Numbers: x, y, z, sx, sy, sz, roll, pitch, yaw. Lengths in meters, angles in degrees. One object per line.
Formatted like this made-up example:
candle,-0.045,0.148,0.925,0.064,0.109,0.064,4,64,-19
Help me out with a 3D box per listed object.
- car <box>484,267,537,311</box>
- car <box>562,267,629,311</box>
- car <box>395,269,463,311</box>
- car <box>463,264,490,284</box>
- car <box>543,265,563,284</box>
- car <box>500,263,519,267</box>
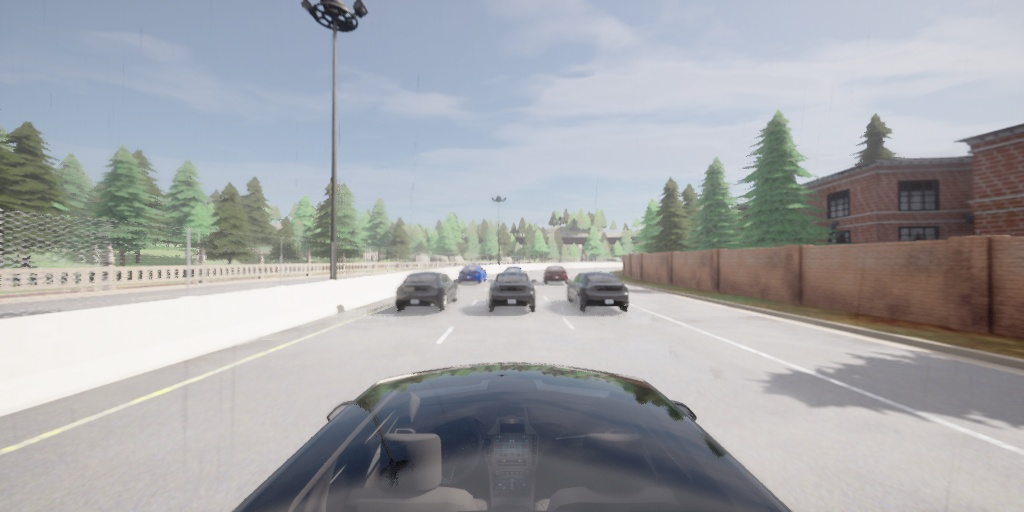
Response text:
car,0.023,1.408,15.332,1.837,1.490,4.892,0,0,1
car,3.523,1.408,15.326,1.837,1.490,4.892,0,0,1
car,-3.477,1.408,15.326,1.837,1.490,4.892,0,0,0
car,-3.278,1.552,30.935,1.882,1.535,5.008,0,0,4
car,3.723,1.550,30.757,1.882,1.535,5.008,0,0,4
car,0.194,1.595,30.499,1.812,1.442,4.674,0,0,4
